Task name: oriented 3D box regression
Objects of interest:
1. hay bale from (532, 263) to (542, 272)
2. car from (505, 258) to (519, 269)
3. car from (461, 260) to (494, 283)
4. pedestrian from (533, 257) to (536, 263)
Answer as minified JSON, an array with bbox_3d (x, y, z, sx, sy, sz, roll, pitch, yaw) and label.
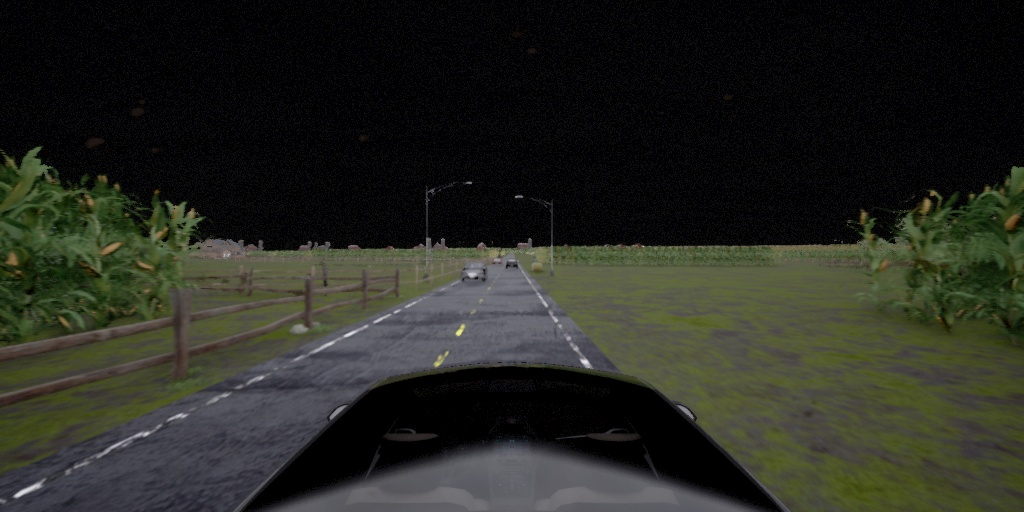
[{"bbox_3d":[3.112,1.358,44.611,1.220,1.180,1.240,0,0,0],"label":"hay bale"},{"bbox_3d":[-0.013,1.162,53.811,1.882,1.535,5.008,0,0,0],"label":"car"},{"bbox_3d":[-2.852,1.221,28.151,2.128,1.511,4.902,0,0,0],"label":"car"},{"bbox_3d":[2.812,1.000,45.716,0.375,1.860,0.375,-1,1,-1],"label":"pedestrian"}]
